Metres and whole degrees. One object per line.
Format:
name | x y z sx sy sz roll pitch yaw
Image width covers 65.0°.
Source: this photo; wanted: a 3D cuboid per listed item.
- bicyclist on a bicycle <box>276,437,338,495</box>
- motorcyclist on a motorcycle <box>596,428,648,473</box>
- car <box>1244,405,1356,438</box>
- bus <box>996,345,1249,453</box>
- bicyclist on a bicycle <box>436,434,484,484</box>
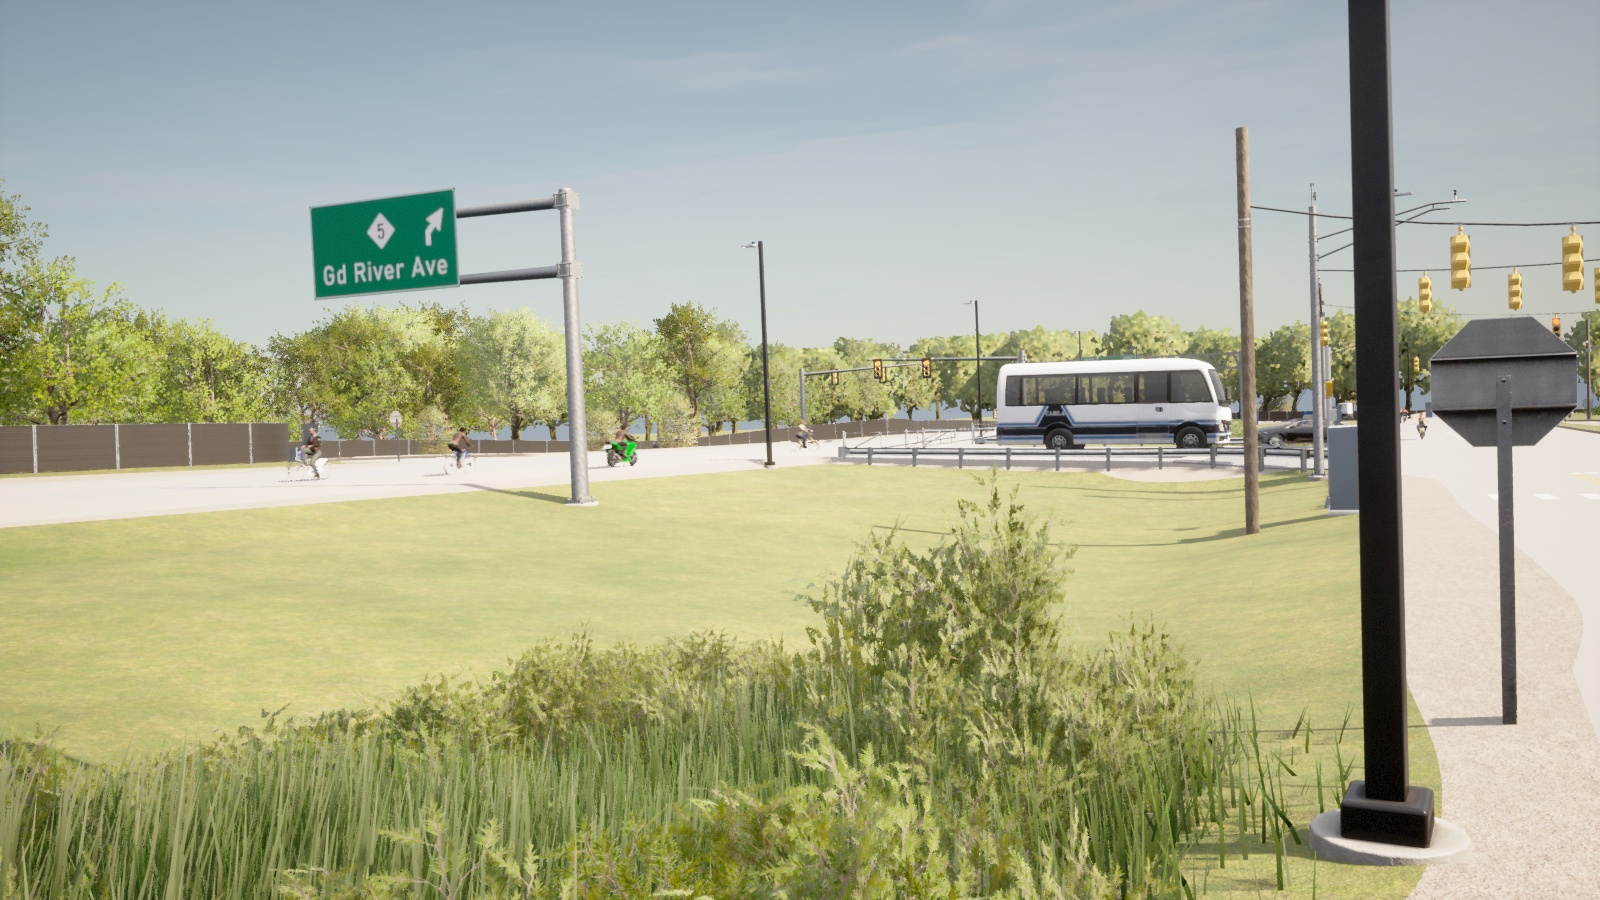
bicyclist on a bicycle | -16.129 0.503 41.131 0.659 1.776 1.843 -3 1 24
motorcyclist on a motorcycle | -6.443 0.005 45.583 0.797 1.523 2.044 -3 1 24
car | 25.560 -1.460 64.356 4.902 1.511 2.128 -1 2 3
bus | 14.372 -2.192 56.015 10.273 4.253 3.944 -2 2 24
bicyclist on a bicycle | -11.557 0.307 42.753 0.582 1.620 1.656 -3 1 24
